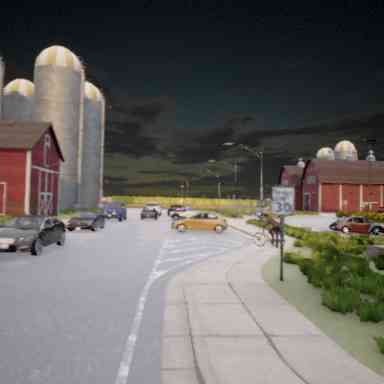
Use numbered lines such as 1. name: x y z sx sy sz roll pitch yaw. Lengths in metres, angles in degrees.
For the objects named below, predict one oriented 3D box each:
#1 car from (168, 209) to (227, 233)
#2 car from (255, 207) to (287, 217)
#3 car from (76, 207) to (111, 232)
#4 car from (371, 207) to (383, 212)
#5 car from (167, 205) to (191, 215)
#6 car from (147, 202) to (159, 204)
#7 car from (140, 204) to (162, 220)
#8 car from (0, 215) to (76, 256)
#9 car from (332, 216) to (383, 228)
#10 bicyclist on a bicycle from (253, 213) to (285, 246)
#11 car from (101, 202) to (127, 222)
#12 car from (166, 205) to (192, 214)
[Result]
1. car: 0.507 2.255 24.893 4.193 1.474 1.816 1 -2 -3
2. car: 11.665 3.037 49.311 4.605 1.855 1.932 1 -2 -3
3. car: -7.649 2.089 24.489 2.033 1.411 5.357 1 -2 -4
4. car: 36.828 3.984 64.065 2.150 2.045 5.566 1 -2 -3
5. car: -0.912 2.418 38.313 3.866 1.878 1.905 1 -2 -3
6. car: -5.794 2.544 49.825 2.150 2.045 5.566 1 -2 -4
7. car: -5.035 2.531 39.465 2.128 1.511 4.902 1 -2 -4
8. car: -6.949 1.758 14.409 2.128 1.511 4.902 1 -2 -4
9. car: 13.266 2.634 26.890 3.905 1.438 1.784 1 -2 -3
10. bicyclist on a bicycle: 3.765 1.874 16.172 1.656 1.620 0.582 0 -2 30
11. car: -8.408 2.078 35.953 2.150 2.045 5.566 1 -2 -4
12. car: -2.453 3.250 62.456 4.611 1.667 2.242 1 -2 -3
